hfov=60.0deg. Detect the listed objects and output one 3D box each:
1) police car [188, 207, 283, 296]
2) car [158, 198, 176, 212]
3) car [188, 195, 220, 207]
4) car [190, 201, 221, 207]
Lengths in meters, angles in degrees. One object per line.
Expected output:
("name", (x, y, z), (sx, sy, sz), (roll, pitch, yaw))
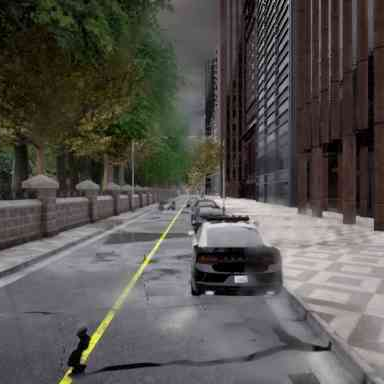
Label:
("police car", (0.929, 1.422, 8.794), (1.930, 1.638, 5.238), (0, 0, 0))
("car", (-2.861, 1.458, 39.003), (2.128, 1.511, 4.902), (0, 0, 0))
("car", (0.986, 1.333, 24.654), (2.097, 1.767, 4.553), (0, 0, 0))
("car", (0.964, 1.494, 18.684), (1.837, 1.490, 4.892), (0, 0, 0))
